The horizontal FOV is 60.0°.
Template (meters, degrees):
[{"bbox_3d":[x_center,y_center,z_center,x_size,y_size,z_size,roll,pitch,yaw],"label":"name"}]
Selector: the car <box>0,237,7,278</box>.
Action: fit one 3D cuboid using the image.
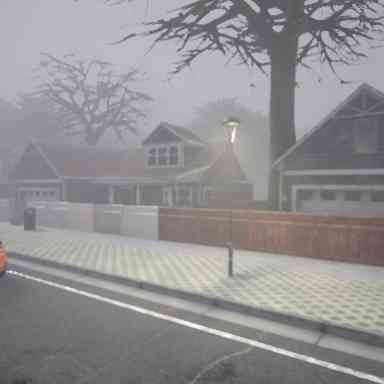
[{"bbox_3d":[-6.742,1.277,8.493,4.553,1.767,2.097,0,0,35],"label":"car"}]
